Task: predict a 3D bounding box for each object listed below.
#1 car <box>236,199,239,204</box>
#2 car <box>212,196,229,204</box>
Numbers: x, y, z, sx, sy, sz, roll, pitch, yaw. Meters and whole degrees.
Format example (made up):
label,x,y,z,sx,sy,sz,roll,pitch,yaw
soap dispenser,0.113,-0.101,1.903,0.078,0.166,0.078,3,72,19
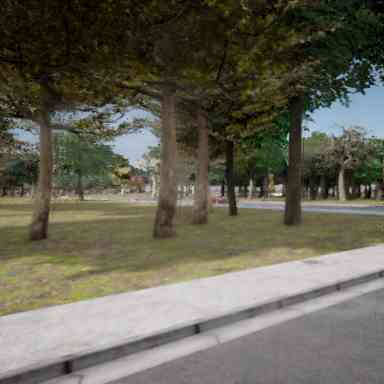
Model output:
label,x,y,z,sx,sy,sz,roll,pitch,yaw
car,7.131,1.519,64.358,1.812,1.442,4.674,0,0,-35
car,4.416,1.473,62.563,1.882,1.535,5.008,0,0,-35
